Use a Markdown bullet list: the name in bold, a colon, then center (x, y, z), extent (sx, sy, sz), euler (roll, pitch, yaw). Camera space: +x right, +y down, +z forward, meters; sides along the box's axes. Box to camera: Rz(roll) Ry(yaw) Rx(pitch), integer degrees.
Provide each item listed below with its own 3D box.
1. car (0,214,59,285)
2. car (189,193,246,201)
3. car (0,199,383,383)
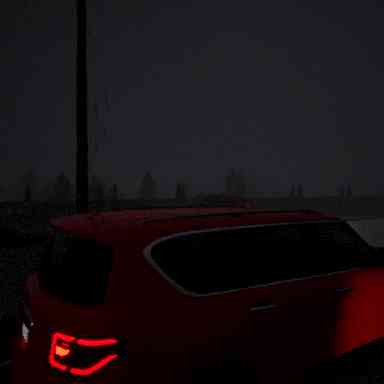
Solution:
- **car**: center (-6.095, 1.457, 8.076), extent (5.008, 1.535, 1.882), euler (0, 0, -35)
- **car**: center (1.010, 1.117, 20.701), extent (5.566, 2.045, 2.150), euler (0, 0, -28)
- **car**: center (0.886, 1.198, 4.184), extent (5.566, 2.045, 2.150), euler (0, 0, -33)
